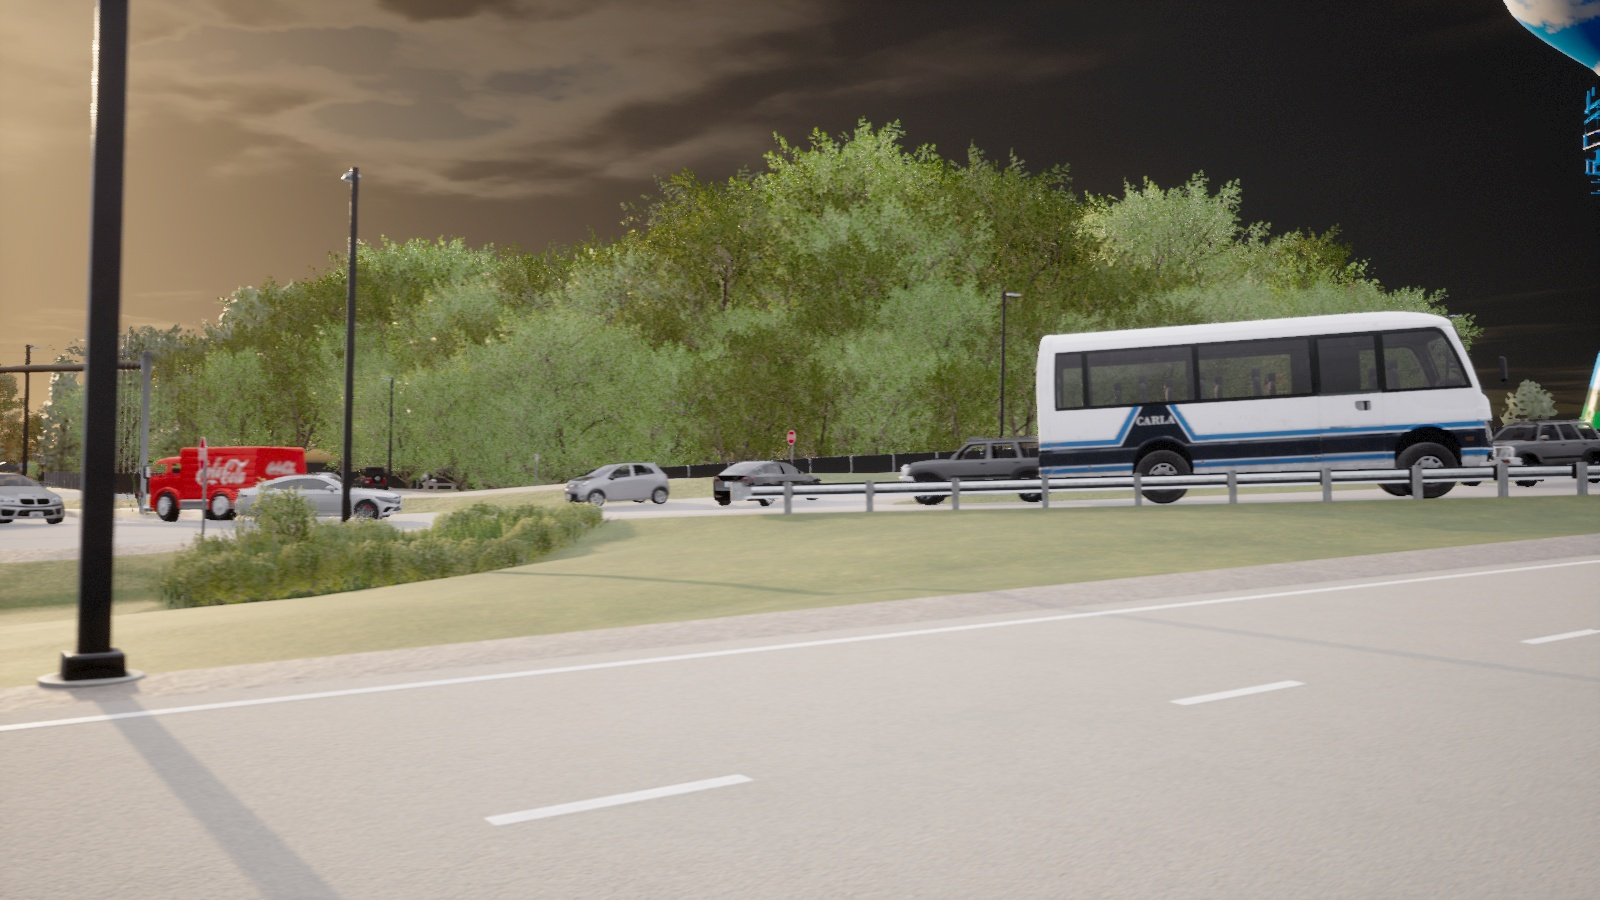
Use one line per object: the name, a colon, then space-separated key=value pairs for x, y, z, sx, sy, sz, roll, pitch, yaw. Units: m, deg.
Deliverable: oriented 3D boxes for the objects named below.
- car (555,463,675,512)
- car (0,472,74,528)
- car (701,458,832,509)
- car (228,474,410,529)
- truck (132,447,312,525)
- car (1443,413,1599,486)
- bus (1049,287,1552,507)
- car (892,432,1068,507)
car: x=-6.455 y=1.265 z=43.920 sx=3.633 sy=1.501 sz=1.845 roll=-2 pitch=1 yaw=-36
car: x=-25.205 y=1.564 z=39.449 sx=4.611 sy=1.667 sz=2.242 roll=-2 pitch=-2 yaw=32
car: x=-1.069 y=1.107 z=43.289 sx=2.163 sy=1.488 sz=4.792 roll=-1 pitch=1 yaw=32
car: x=-14.146 y=1.499 z=37.118 sx=4.674 sy=1.442 sz=1.812 roll=-1 pitch=0 yaw=-5
truck: x=-19.343 y=1.235 z=42.051 sx=5.204 sy=2.467 sz=2.627 roll=-1 pitch=-2 yaw=23
car: x=20.403 y=-0.030 z=35.054 sx=4.605 sy=1.855 sz=1.932 roll=-2 pitch=0 yaw=-25
bus: x=11.376 y=-0.999 z=29.920 sx=10.273 sy=4.253 sz=3.944 roll=-3 pitch=-3 yaw=15
car: x=5.037 y=0.562 z=34.997 sx=4.605 sy=1.855 sz=1.932 roll=-2 pitch=-2 yaw=14
